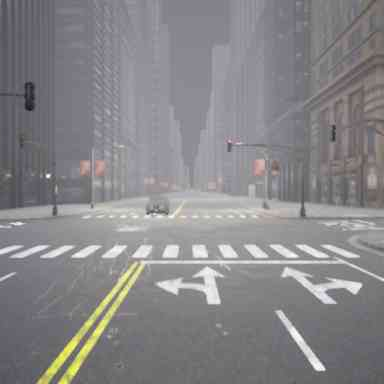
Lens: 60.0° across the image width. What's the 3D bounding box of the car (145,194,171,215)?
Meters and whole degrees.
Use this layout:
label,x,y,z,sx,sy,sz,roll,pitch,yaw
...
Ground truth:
label,x,y,z,sx,sy,sz,roll,pitch,yaw
car,-3.269,1.276,33.114,2.150,2.045,5.566,0,1,0
